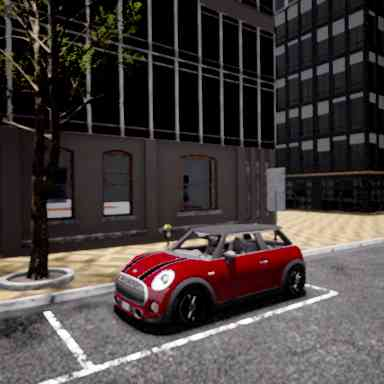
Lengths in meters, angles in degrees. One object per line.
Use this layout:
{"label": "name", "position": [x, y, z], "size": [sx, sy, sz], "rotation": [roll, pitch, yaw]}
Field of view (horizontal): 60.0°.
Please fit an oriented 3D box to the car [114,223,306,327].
{"label": "car", "position": [0.470, 1.440, 6.918], "size": [4.097, 1.590, 1.967], "rotation": [0, -1, -36]}
